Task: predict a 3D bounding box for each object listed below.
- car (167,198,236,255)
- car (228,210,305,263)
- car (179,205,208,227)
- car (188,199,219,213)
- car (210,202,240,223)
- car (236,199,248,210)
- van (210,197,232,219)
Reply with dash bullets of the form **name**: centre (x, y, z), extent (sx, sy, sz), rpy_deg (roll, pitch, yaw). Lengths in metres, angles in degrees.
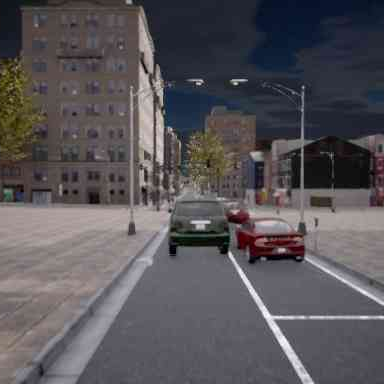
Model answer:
- **car**: centre (0.172, 1.248, 13.591), extent (2.150, 2.045, 5.566), rpy_deg (0, 0, -2)
- **car**: centre (2.613, 1.568, 11.934), extent (1.887, 1.381, 4.507), rpy_deg (-2, 0, 0)
- **car**: centre (0.086, 1.667, 24.304), extent (1.895, 1.301, 4.718), rpy_deg (0, 0, 0)
- **car**: centre (1.471, 1.668, 40.006), extent (2.128, 1.511, 4.902), rpy_deg (-1, -2, 23)
- **car**: centre (2.609, 1.630, 27.499), extent (2.008, 1.369, 4.403), rpy_deg (-2, 0, 0)
- **car**: centre (2.603, 1.374, 22.515), extent (2.192, 1.841, 5.009), rpy_deg (-2, 0, 0)
- **van**: centre (2.602, 1.435, 30.821), extent (1.690, 1.788, 3.998), rpy_deg (-2, 0, 0)
